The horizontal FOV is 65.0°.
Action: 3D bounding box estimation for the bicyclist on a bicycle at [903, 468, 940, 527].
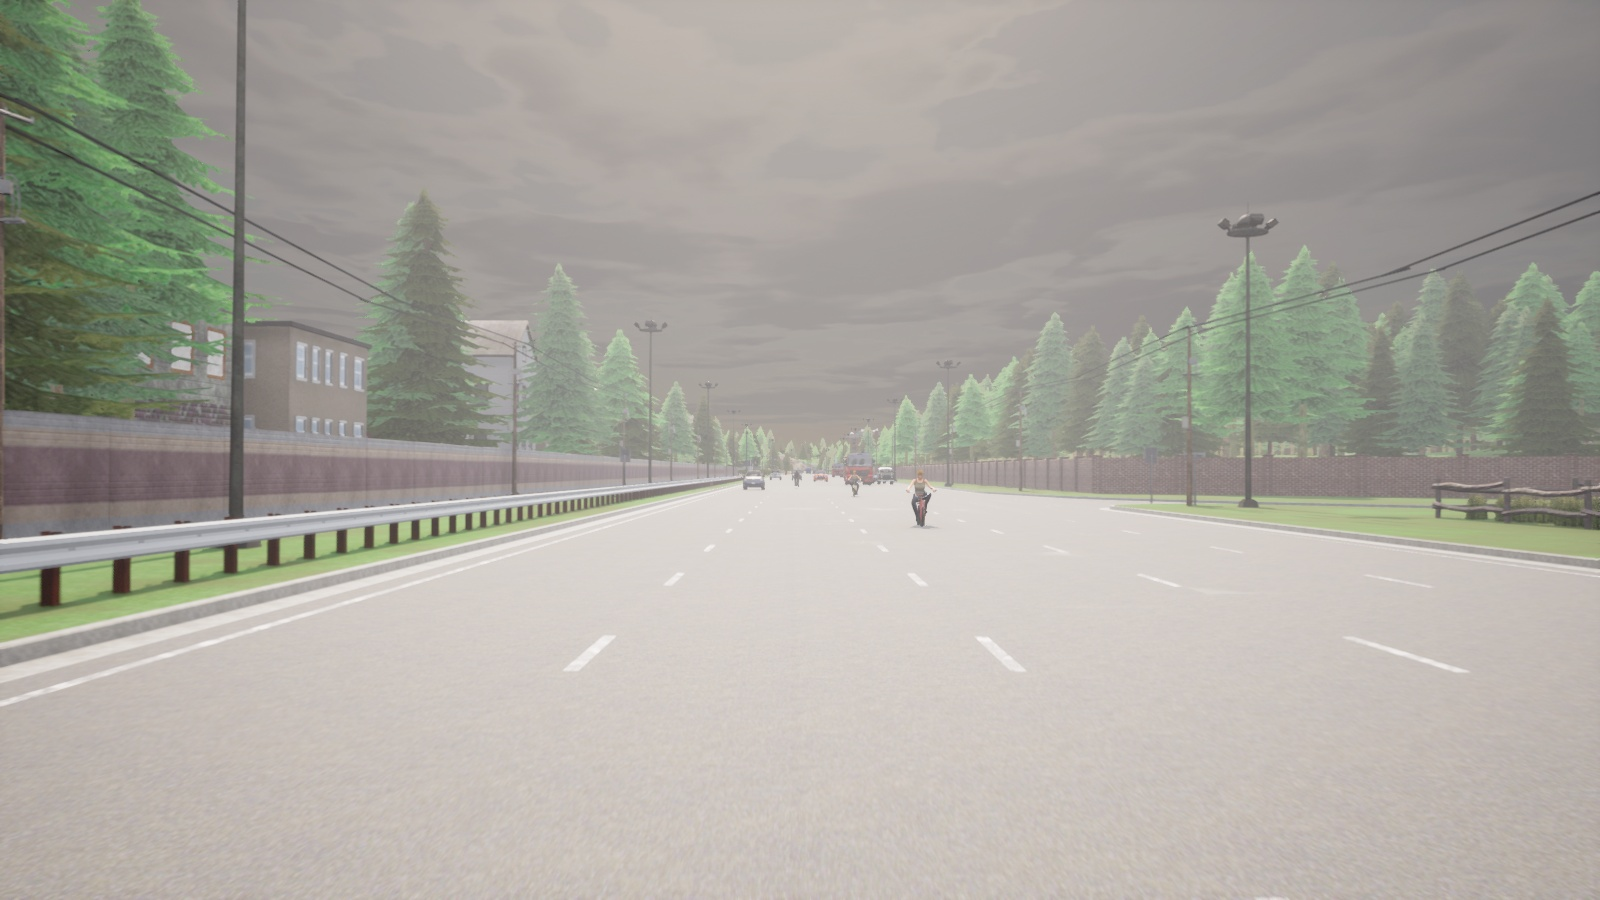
[{"bbox_3d":[3.410,1.330,35.391,0.866,1.612,1.509,0,-1,0],"label":"bicyclist on a bicycle"}]
